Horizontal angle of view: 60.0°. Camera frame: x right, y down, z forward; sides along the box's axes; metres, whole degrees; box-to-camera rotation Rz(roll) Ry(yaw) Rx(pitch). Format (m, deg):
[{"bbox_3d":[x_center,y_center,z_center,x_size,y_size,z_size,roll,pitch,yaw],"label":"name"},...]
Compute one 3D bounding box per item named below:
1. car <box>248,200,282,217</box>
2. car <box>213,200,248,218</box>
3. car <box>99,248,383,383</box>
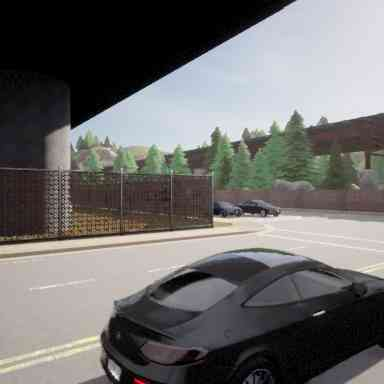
[{"bbox_3d":[6.253,1.505,31.631,1.837,1.490,4.892,0,0,-36],"label":"car"},{"bbox_3d":[2.738,1.564,30.522,1.994,1.385,4.181,0,0,-36],"label":"car"},{"bbox_3d":[1.122,1.525,4.546,4.674,1.442,1.812,0,0,-35],"label":"car"}]
